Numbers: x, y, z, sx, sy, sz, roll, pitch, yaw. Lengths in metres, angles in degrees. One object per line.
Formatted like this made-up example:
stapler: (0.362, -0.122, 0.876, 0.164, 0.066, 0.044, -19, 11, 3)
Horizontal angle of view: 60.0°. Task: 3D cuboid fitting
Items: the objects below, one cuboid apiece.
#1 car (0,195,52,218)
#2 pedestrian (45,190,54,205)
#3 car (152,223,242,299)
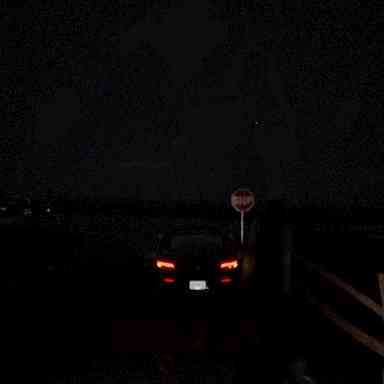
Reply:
car: (-13.091, 1.012, 24.884, 4.892, 1.490, 1.837, 2, 2, 4)
pedestrian: (-12.037, 0.748, 27.989, 0.375, 1.860, 0.375, 0, 1, 0)
car: (0.091, 1.510, 8.305, 1.812, 1.442, 4.674, 0, 0, 0)
